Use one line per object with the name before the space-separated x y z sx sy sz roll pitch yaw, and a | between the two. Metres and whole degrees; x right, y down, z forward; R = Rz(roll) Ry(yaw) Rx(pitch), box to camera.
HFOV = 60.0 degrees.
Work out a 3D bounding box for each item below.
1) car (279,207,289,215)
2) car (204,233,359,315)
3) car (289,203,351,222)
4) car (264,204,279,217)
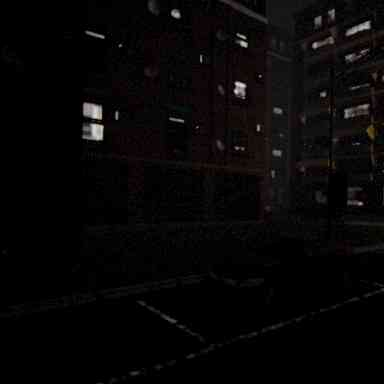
car | 12.131 1.960 38.234 1.752 1.417 4.829 2 -1 -35
car | 2.220 1.635 7.662 4.206 1.307 1.802 1 1 -35
car | 11.582 1.732 29.649 1.882 1.535 5.008 2 -1 -35
car | 5.810 1.517 33.541 2.192 1.841 5.009 2 -1 -35
